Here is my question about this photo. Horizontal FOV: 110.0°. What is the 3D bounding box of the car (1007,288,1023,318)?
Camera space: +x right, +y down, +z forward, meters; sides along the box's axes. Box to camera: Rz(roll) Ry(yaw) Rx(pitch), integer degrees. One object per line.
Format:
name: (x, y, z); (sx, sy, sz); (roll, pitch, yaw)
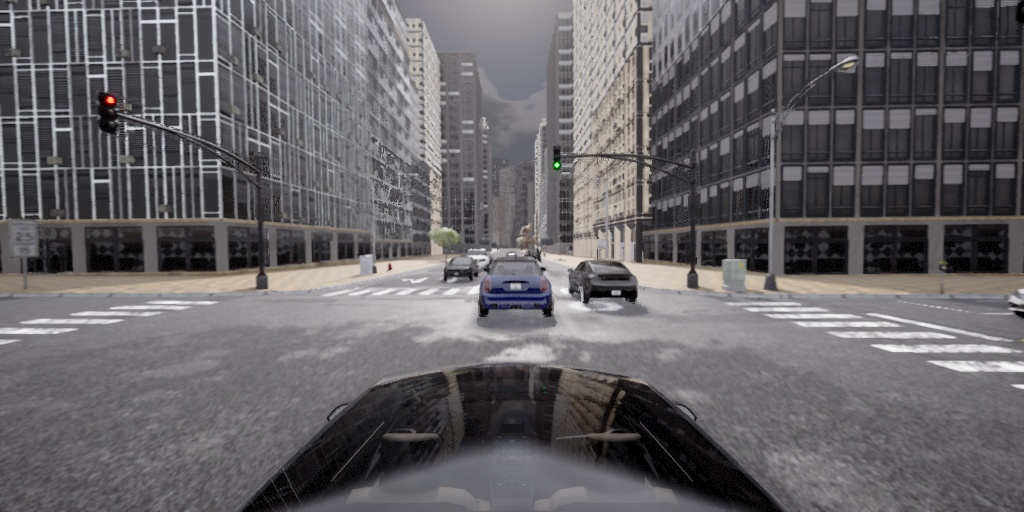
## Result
car: (15.882, 1.037, 9.181); (4.674, 1.442, 1.812); (0, 2, -1)

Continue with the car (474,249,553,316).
car: (0.099, 0.784, 11.959); (2.097, 1.767, 4.553); (0, 2, 0)

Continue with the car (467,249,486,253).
car: (-3.353, 0.326, 34.238); (2.150, 2.045, 5.566); (-1, 1, 0)

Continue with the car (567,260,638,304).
car: (3.346, 0.892, 13.939); (1.837, 1.490, 4.892); (0, 1, 0)

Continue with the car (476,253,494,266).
car: (-3.280, 0.415, 44.621); (1.837, 1.490, 4.892); (-1, 1, 0)

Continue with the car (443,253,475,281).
car: (-3.361, 0.766, 24.295); (1.882, 1.535, 5.008); (-1, 1, 0)
